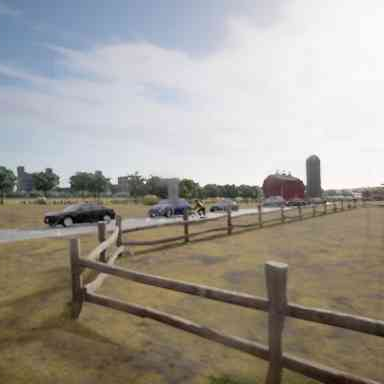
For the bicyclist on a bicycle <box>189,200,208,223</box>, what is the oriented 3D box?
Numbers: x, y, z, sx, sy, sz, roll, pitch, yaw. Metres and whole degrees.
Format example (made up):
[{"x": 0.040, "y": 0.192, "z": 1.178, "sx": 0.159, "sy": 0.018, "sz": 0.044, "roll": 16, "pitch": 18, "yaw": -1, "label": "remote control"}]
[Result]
[{"x": 0.468, "y": 1.374, "z": 23.812, "sx": 1.656, "sy": 1.620, "sz": 0.582, "roll": 0, "pitch": 0, "yaw": 36, "label": "bicyclist on a bicycle"}]

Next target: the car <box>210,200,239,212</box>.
[{"x": 3.780, "y": 1.627, "z": 38.606, "sx": 1.994, "sy": 1.385, "sz": 4.181, "roll": -2, "pitch": -1, "yaw": 36, "label": "car"}]

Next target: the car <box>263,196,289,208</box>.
[{"x": 12.431, "y": 1.451, "z": 50.464, "sx": 2.097, "sy": 1.767, "sz": 4.553, "roll": -2, "pitch": -1, "yaw": 36, "label": "car"}]

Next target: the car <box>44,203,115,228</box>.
[{"x": -7.613, "y": 1.507, "z": 22.824, "sx": 1.882, "sy": 1.535, "sz": 5.008, "roll": -2, "pitch": -1, "yaw": 36, "label": "car"}]

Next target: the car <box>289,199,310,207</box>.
[{"x": 15.737, "y": 1.633, "z": 50.162, "sx": 1.895, "sy": 1.301, "sz": 4.718, "roll": -2, "pitch": -1, "yaw": 36, "label": "car"}]

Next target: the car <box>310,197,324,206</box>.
[{"x": 21.560, "y": 1.645, "z": 58.217, "sx": 2.033, "sy": 1.411, "sz": 5.357, "roll": -2, "pitch": -2, "yaw": 35, "label": "car"}]

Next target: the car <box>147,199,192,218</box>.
[{"x": -2.023, "y": 1.398, "z": 30.589, "sx": 2.097, "sy": 1.767, "sz": 4.553, "roll": -2, "pitch": -1, "yaw": 36, "label": "car"}]
